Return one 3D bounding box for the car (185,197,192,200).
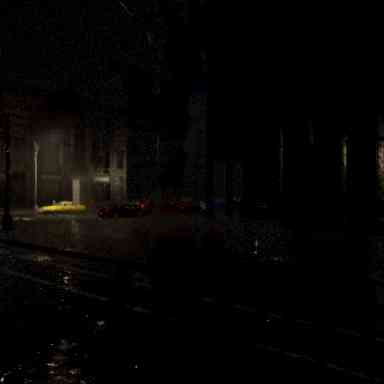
[{"bbox_3d":[-1.847,1.679,50.387,2.192,1.841,5.009,-1,-1,36],"label":"car"}]

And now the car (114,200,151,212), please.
[{"bbox_3d":[-7.535,1.782,42.438,2.008,1.369,4.403,-1,-1,36],"label":"car"}]

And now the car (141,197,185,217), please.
[{"bbox_3d":[-3.331,1.515,33.656,2.192,1.841,5.009,-1,-1,36],"label":"car"}]

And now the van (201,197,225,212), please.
[{"bbox_3d":[2.601,1.680,41.921,1.690,1.788,3.998,-1,-1,36],"label":"van"}]

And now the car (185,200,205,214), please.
[{"bbox_3d":[-0.365,1.851,37.784,1.802,1.307,4.206,-1,-1,36],"label":"car"}]

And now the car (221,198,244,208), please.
[{"bbox_3d":[7.157,1.882,58.194,2.097,1.767,4.553,0,-1,36],"label":"car"}]

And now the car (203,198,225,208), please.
[{"bbox_3d":[3.842,1.936,58.329,1.967,1.590,4.097,-1,-1,36],"label":"car"}]

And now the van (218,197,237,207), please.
[{"bbox_3d":[6.686,1.902,62.304,1.690,1.788,3.998,-1,-1,36],"label":"van"}]

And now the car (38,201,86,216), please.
[{"bbox_3d":[-13.323,1.621,34.355,1.752,1.417,4.829,-1,-1,36],"label":"car"}]

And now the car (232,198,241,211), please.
[{"bbox_3d":[5.568,1.722,46.054,2.192,1.841,5.009,-1,-1,36],"label":"car"}]

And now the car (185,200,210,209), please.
[{"bbox_3d":[0.998,1.975,54.356,1.887,1.381,4.507,-1,-1,36],"label":"car"}]

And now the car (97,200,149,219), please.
[{"bbox_3d":[-6.297,1.675,29.519,1.887,1.381,4.507,-1,-1,36],"label":"car"}]
